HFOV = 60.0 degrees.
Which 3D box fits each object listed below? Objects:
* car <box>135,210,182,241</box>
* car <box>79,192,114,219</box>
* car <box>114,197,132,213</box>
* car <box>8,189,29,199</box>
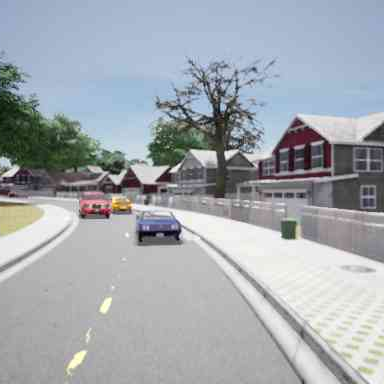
[{"bbox_3d":[-1.755,1.489,16.066,1.895,1.301,4.718,0,0,-11],"label":"car"},{"bbox_3d":[-8.027,1.015,27.247,2.150,2.045,5.566,0,1,-21],"label":"car"},{"bbox_3d":[-7.375,1.217,33.247,1.882,1.535,5.008,0,1,-24],"label":"car"},{"bbox_3d":[-31.896,0.356,61.147,4.553,1.767,2.097,2,1,41],"label":"car"}]
